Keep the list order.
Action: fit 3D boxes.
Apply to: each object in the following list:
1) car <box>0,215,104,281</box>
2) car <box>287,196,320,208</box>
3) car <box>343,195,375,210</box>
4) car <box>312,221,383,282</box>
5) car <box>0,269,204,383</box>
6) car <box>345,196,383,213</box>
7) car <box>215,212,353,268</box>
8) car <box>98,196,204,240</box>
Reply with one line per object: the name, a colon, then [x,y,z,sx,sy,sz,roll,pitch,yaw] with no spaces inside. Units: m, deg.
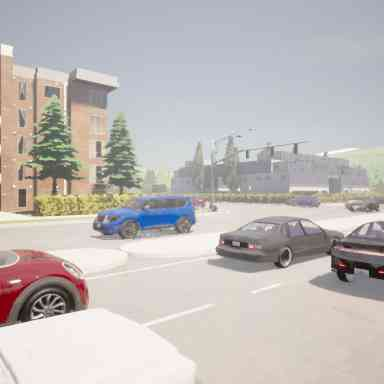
car: [-3.976,1.352,5.076,4.553,1.767,2.097,0,0,-40]
car: [16.357,1.355,48.960,4.553,1.767,2.097,0,0,6]
car: [22.360,1.354,44.495,4.553,1.767,2.097,0,0,-40]
car: [5.444,1.492,8.623,4.902,1.511,2.128,0,0,-40]
car: [-2.159,1.601,2.025,4.718,1.301,1.895,0,0,-40]
car: [18.989,1.493,36.573,4.902,1.511,2.128,0,0,-42]
car: [3.196,1.548,11.307,5.357,1.411,2.033,0,0,-40]
car: [-2.260,1.222,17.336,5.566,2.045,2.150,0,0,-41]
